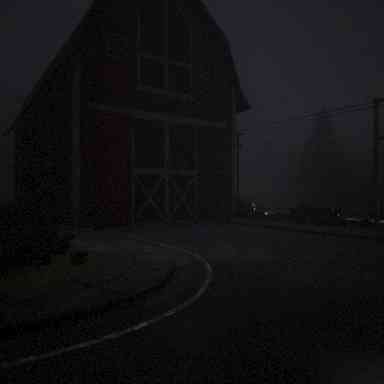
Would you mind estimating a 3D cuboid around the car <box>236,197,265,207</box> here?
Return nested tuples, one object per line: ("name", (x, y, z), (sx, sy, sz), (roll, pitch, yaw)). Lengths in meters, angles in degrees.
("car", (6.191, 1.379, 37.662), (2.097, 1.767, 4.553), (0, 0, -34))

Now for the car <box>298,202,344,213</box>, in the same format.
("car", (11.296, 1.628, 30.221), (1.895, 1.301, 4.718), (0, 0, -34))
